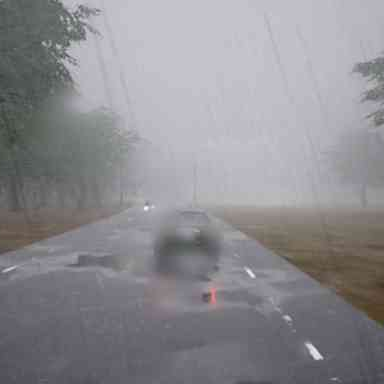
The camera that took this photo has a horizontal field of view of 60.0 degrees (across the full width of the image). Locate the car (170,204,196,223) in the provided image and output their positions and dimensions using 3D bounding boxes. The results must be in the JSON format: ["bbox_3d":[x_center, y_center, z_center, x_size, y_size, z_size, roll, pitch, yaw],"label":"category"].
[{"bbox_3d":[-0.808,1.678,27.193,1.895,1.301,4.718,0,0,-3],"label":"car"}]

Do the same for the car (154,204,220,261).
[{"bbox_3d":[-0.176,1.381,12.574,2.097,1.767,4.553,0,0,-1],"label":"car"}]

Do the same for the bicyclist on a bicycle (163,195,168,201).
[{"bbox_3d":[-6.289,1.750,83.323,0.582,1.620,1.656,0,0,-10],"label":"bicyclist on a bicycle"}]

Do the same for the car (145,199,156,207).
[{"bbox_3d":[-7.101,1.824,57.468,1.895,1.301,4.718,0,0,-6],"label":"car"}]

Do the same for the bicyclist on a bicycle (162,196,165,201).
[{"bbox_3d":[-7.902,1.787,92.238,0.582,1.620,1.656,-1,0,-11],"label":"bicyclist on a bicycle"}]
